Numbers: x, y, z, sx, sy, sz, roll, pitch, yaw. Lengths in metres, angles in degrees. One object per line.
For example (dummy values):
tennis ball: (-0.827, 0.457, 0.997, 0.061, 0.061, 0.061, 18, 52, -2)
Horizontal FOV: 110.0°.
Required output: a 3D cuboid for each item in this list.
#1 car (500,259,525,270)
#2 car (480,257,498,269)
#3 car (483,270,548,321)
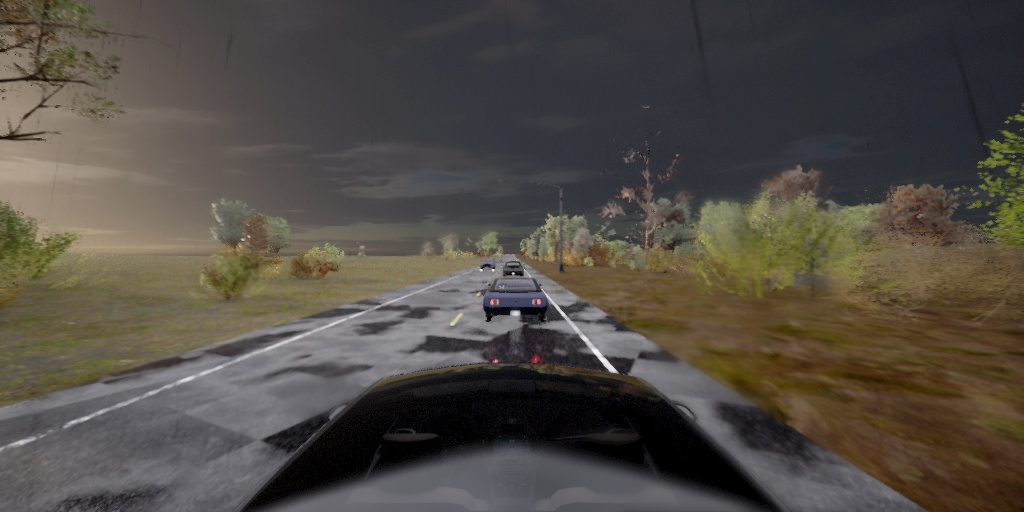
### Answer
car: (0.112, 1.231, 32.620, 1.837, 1.490, 4.892, 0, 0, 0)
car: (-3.555, 1.049, 52.837, 2.097, 1.767, 4.553, 0, 0, 0)
car: (0.104, 1.348, 12.453, 1.895, 1.301, 4.718, 0, 0, 0)
